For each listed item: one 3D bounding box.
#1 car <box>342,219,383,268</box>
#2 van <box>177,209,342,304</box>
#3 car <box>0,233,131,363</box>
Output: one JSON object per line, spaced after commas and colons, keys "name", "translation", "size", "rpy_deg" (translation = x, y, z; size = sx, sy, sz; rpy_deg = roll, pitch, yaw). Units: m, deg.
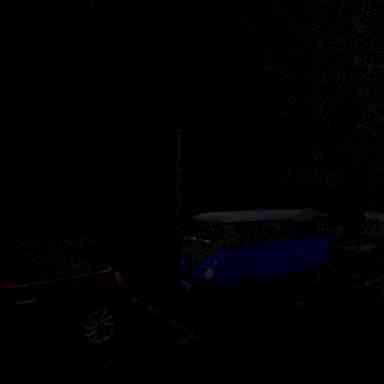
{"name": "car", "translation": [6.203, 1.581, 11.181], "size": [4.206, 1.307, 1.802], "rpy_deg": [0, 1, -35]}
{"name": "van", "translation": [1.586, 1.339, 7.885], "size": [3.998, 1.788, 1.690], "rpy_deg": [0, 1, -35]}
{"name": "car", "translation": [-3.033, 1.437, 4.591], "size": [4.097, 1.590, 1.967], "rpy_deg": [0, 1, -35]}
